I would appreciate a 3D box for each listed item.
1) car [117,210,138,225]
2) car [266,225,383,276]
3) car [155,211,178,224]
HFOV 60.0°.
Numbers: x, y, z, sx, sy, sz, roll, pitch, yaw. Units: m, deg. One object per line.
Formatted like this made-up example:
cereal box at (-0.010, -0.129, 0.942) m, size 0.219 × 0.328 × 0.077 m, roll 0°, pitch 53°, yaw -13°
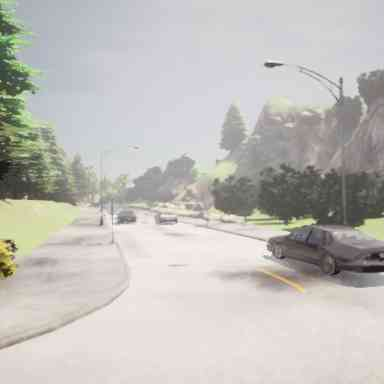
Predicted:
car at (-7.129, 2.736, 36.507) m, size 1.837 × 1.490 × 4.892 m, roll 0°, pitch -2°, yaw -16°
car at (4.581, 1.859, 11.483) m, size 2.033 × 1.411 × 5.357 m, roll 0°, pitch -2°, yaw -15°
car at (-2.931, 2.798, 37.076) m, size 1.895 × 1.301 × 4.718 m, roll 0°, pitch -2°, yaw -16°
